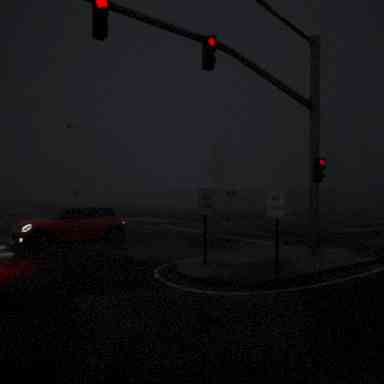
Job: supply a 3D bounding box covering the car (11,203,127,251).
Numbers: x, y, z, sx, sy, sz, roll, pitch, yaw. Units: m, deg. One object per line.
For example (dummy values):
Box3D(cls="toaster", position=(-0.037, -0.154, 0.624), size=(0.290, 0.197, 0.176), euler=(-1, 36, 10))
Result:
Box3D(cls="car", position=(-5.224, 1.394, 14.391), size=(4.553, 1.767, 2.097), euler=(1, 0, -35))
